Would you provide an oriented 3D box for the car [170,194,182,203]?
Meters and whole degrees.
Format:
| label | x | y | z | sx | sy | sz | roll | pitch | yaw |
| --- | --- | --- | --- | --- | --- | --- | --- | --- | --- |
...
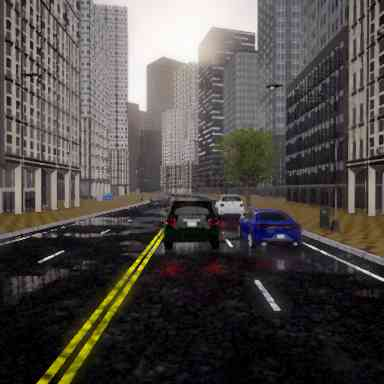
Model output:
| label | x | y | z | sx | sy | sz | roll | pitch | yaw |
| --- | --- | --- | --- | --- | --- | --- | --- | --- | --- |
| car | -3.259 | 1.284 | 68.100 | 2.097 | 1.767 | 4.553 | 0 | 0 | 0 |

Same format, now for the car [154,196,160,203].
| label | x | y | z | sx | sy | sz | roll | pitch | yaw |
| --- | --- | --- | --- | --- | --- | --- | --- | --- | --- |
| car | -6.504 | 1.487 | 67.786 | 2.033 | 1.411 | 5.357 | 0 | 0 | 0 |

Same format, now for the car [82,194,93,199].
| label | x | y | z | sx | sy | sz | roll | pitch | yaw |
| --- | --- | --- | --- | --- | --- | --- | --- | --- | --- |
| car | -28.190 | 1.257 | 87.545 | 4.507 | 1.381 | 1.887 | 0 | 0 | 1 |

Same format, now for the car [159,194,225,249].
| label | x | y | z | sx | sy | sz | roll | pitch | yaw |
| --- | --- | --- | --- | --- | --- | --- | --- | --- | --- |
| car | 0.000 | 1.250 | 14.681 | 2.150 | 2.045 | 5.566 | 0 | 0 | 0 |

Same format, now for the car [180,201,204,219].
| label | x | y | z | sx | sy | sz | roll | pitch | yaw |
| --- | --- | --- | --- | --- | --- | --- | --- | --- | --- |
| car | 0.000 | 1.555 | 29.652 | 1.994 | 1.385 | 4.181 | 0 | 0 | 0 |

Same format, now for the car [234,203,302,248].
| label | x | y | z | sx | sy | sz | roll | pitch | yaw |
| --- | --- | --- | --- | --- | --- | --- | --- | --- | --- |
| car | 3.250 | 1.477 | 14.652 | 1.882 | 1.535 | 5.008 | 0 | 0 | 0 |

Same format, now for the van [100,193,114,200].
| label | x | y | z | sx | sy | sz | roll | pitch | yaw |
| --- | --- | --- | --- | --- | --- | --- | --- | --- | --- |
| van | -22.651 | 1.079 | 87.498 | 3.998 | 1.788 | 1.690 | 0 | 0 | 1 |

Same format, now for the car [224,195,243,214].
| label | x | y | z | sx | sy | sz | roll | pitch | yaw |
| --- | --- | --- | --- | --- | --- | --- | --- | --- | --- |
| car | 3.250 | 1.240 | 29.681 | 2.150 | 2.045 | 5.566 | 0 | 0 | 0 |
